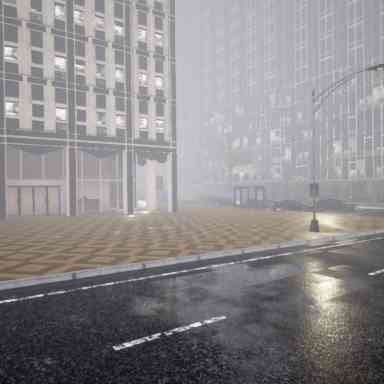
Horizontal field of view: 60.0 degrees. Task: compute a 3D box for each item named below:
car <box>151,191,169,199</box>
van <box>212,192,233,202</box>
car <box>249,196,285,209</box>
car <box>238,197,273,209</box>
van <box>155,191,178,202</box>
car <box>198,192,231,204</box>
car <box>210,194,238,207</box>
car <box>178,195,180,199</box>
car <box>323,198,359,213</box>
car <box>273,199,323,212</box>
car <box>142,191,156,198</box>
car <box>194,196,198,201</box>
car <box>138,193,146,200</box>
[{"bbox_3d":[-7.506,0.614,77.906,2.192,1.841,5.009,0,1,-35],"label":"car"},{"bbox_3d":[5.378,0.854,59.175,1.690,1.788,3.998,0,1,-35],"label":"van"},{"bbox_3d":[9.615,1.316,42.785,1.994,1.385,4.181,-1,1,-35],"label":"car"},{"bbox_3d":[8.044,1.387,40.321,1.802,1.307,4.206,0,1,-35],"label":"car"},{"bbox_3d":[-4.747,0.936,59.110,1.690,1.788,3.998,0,1,-35],"label":"van"},{"bbox_3d":[3.728,1.205,51.362,2.033,1.411,5.357,-1,1,-34],"label":"car"},{"bbox_3d":[4.871,1.319,45.036,1.947,1.339,4.313,0,1,-35],"label":"car"},{"bbox_3d":[-4.285,0.935,73.227,1.802,1.307,4.206,0,1,-35],"label":"car"},{"bbox_3d":[15.010,1.364,34.946,1.812,1.442,4.674,-1,1,-34],"label":"car"},{"bbox_3d":[11.251,1.423,35.626,1.947,1.339,4.313,0,1,-35],"label":"car"},{"bbox_3d":[-10.727,0.685,82.590,1.967,1.590,4.097,0,1,-35],"label":"car"},{"bbox_3d":[2.158,1.042,63.861,1.802,1.307,4.206,0,1,-35],"label":"car"},{"bbox_3d":[-11.190,1.039,68.478,2.008,1.369,4.403,0,1,-35],"label":"car"}]
